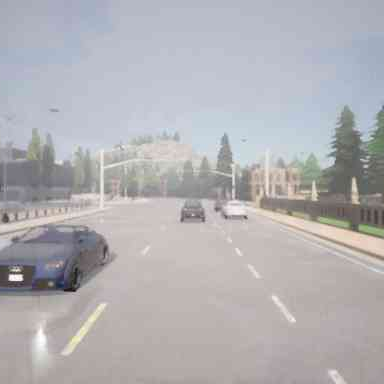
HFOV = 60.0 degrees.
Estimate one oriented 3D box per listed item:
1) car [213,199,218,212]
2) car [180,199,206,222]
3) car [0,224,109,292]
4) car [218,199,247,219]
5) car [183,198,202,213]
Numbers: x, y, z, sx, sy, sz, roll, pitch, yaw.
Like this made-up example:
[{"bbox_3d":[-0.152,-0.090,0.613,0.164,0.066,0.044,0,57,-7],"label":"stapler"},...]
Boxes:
[{"bbox_3d":[3.559,1.503,38.773,2.033,1.411,5.357,0,0,0],"label":"car"},{"bbox_3d":[0.073,1.462,26.247,2.128,1.511,4.902,0,0,0],"label":"car"},{"bbox_3d":[-3.575,1.556,8.752,1.994,1.385,4.181,0,0,0],"label":"car"},{"bbox_3d":[3.562,1.492,28.565,1.812,1.442,4.674,0,0,0],"label":"car"},{"bbox_3d":[0.056,1.504,38.244,2.033,1.411,5.357,0,0,0],"label":"car"}]
